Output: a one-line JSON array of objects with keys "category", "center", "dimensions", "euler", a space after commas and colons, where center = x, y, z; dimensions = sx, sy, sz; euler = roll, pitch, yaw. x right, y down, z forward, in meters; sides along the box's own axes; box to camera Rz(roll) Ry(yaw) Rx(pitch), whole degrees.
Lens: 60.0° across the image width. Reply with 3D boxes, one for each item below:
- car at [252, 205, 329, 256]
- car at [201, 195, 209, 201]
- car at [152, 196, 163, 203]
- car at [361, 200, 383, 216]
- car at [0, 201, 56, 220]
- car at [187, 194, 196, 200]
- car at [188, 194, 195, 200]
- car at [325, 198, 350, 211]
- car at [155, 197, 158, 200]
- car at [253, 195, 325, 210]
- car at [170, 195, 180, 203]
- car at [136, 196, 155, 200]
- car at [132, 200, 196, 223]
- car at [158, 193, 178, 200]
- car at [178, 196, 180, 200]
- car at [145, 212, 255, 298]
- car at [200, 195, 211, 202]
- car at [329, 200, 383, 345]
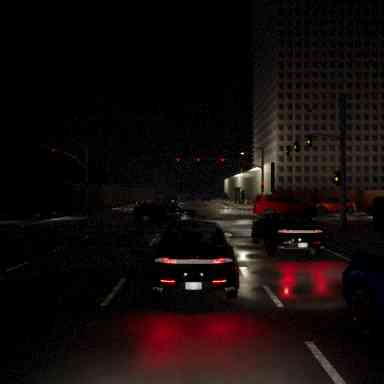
[{"category": "car", "center": [3.565, 1.492, 13.088], "dimensions": [2.128, 1.511, 4.902], "euler": [0, 0, 0]}, {"category": "car", "center": [3.391, 1.500, 89.093], "dimensions": [1.837, 1.490, 4.892], "euler": [0, 0, 0]}, {"category": "car", "center": [-7.085, 1.601, 68.729], "dimensions": [1.895, 1.301, 4.718], "euler": [0, 0, 0]}, {"category": "car", "center": [19.374, 1.533, 32.239], "dimensions": [5.008, 1.535, 1.882], "euler": [0, 0, 0]}, {"category": "car", "center": [-14.202, 1.555, 28.427], "dimensions": [4.892, 1.490, 1.837], "euler": [0, 0, 0]}, {"category": "car", "center": [-0.096, 1.347, 78.741], "dimensions": [2.097, 1.767, 4.553], "euler": [0, 0, 0]}, {"category": "car", "center": [-0.109, 1.328, 88.994], "dimensions": [1.837, 1.490, 4.892], "euler": [0, 0, 0]}, {"category": "car", "center": [14.989, 1.407, 35.726], "dimensions": [4.553, 1.767, 2.097], "euler": [0, 0, 0]}, {"category": "car", "center": [-7.151, 1.478, 58.566], "dimensions": [1.882, 1.535, 5.008], "euler": [0, 0, 0]}, {"category": "car", "center": [7.981, 1.267, 28.501], "dimensions": [5.566, 2.045, 2.150], "euler": [0, 0, 0]}, {"category": "car", "center": [-3.587, 1.478, 71.097], "dimensions": [1.882, 1.535, 5.008], "euler": [0, 0, 0]}, {"category": "car", "center": [-7.151, 1.478, 49.244], "dimensions": [1.882, 1.535, 5.008], "euler": [0, 0, 0]}, {"category": "car", "center": [-1.987, 1.535, 24.968], "dimensions": [4.892, 1.490, 1.837], "euler": [0, 0, 0]}, {"category": "car", "center": [-3.649, 1.352, 51.359], "dimensions": [2.097, 1.767, 4.553], "euler": [0, 0, 0]}, {"category": "car", "center": [-3.637, 1.221, 60.948], "dimensions": [2.150, 2.045, 5.566], "euler": [0, 0, 0]}, {"category": "car", "center": [0.046, 1.492, 8.470], "dimensions": [2.128, 1.511, 4.902], "euler": [0, 0, 0]}, {"category": "car", "center": [3.404, 1.524, 78.788], "dimensions": [1.812, 1.442, 4.674], "euler": [0, 0, 0]}, {"category": "car", "center": [3.596, 1.221, 3.242], "dimensions": [2.150, 2.045, 5.566], "euler": [0, 0, 0]}]
